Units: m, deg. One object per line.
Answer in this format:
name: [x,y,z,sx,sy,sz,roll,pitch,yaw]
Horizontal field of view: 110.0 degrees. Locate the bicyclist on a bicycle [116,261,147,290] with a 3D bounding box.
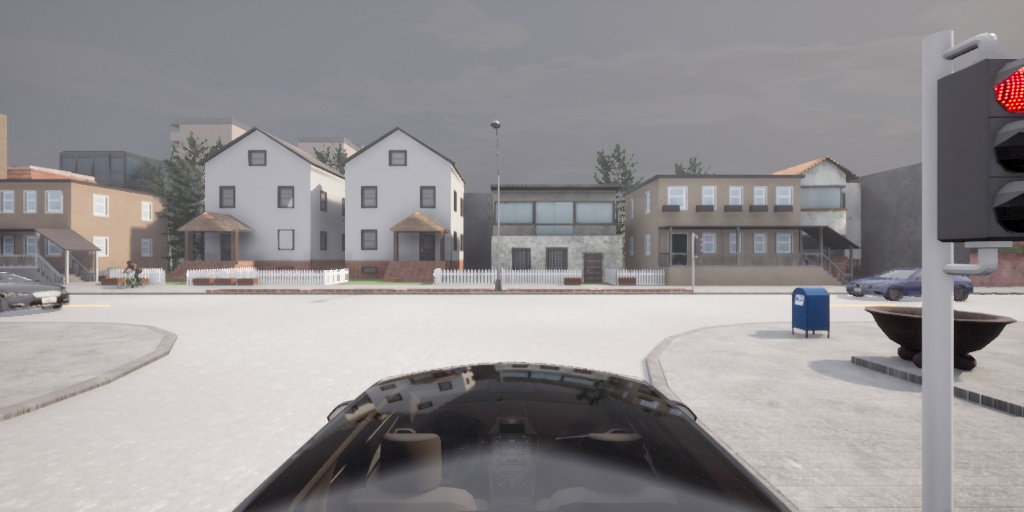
bicyclist on a bicycle: [-21.875,1.096,20.647,0.582,1.620,1.656,0,0,0]

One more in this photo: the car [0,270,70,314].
car: [-18.259,1.240,12.251,4.902,1.511,2.128,0,0,0]

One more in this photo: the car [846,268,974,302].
car: [18.181,1.275,16.451,4.674,1.442,1.812,-1,0,0]
